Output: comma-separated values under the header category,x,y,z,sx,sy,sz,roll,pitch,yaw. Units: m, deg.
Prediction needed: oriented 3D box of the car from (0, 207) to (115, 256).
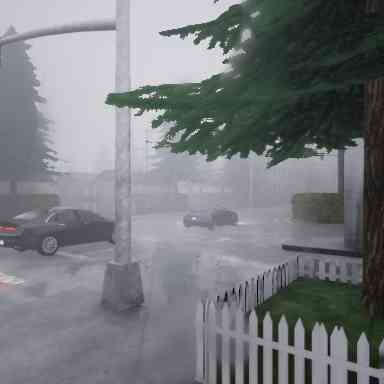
category,x,y,z,sx,sy,sz,roll,pitch,yaw
car,-4.508,1.313,12.325,1.837,1.490,4.892,0,0,35

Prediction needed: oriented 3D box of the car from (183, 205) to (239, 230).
category,x,y,z,sx,sy,sz,roll,pitch,yaw
car,1.263,1.468,20.668,1.994,1.385,4.181,1,1,35
